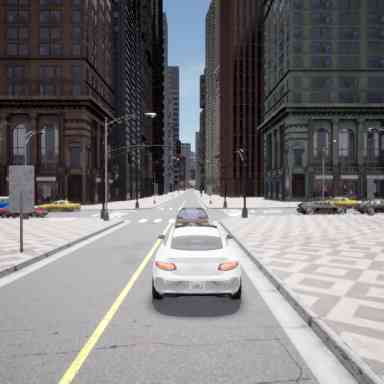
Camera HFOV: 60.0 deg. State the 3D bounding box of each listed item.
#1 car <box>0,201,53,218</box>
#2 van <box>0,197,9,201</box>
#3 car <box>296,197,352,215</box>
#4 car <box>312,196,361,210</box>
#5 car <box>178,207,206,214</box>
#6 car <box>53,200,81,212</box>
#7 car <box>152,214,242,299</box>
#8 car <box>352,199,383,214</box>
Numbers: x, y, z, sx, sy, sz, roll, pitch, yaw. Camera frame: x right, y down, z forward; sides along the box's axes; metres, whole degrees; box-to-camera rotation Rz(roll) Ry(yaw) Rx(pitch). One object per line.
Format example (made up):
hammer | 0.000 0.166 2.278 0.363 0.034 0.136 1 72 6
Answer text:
car | -15.298 1.727 30.145 4.206 1.307 1.802 -1 1 0
van | -20.977 1.456 38.673 3.998 1.788 1.690 -1 1 0
car | 11.670 1.418 30.103 4.313 1.339 1.947 -1 1 0
car | 16.716 1.232 38.619 4.829 1.417 1.752 -1 1 0
car | 0.021 1.533 17.878 2.033 1.411 5.357 0 0 1
car | -15.465 1.584 38.669 4.829 1.417 1.752 -1 1 0
car | 0.096 1.521 8.288 1.812 1.442 4.674 0 0 0
car | 17.049 1.341 30.094 4.403 1.369 2.008 -1 1 0
